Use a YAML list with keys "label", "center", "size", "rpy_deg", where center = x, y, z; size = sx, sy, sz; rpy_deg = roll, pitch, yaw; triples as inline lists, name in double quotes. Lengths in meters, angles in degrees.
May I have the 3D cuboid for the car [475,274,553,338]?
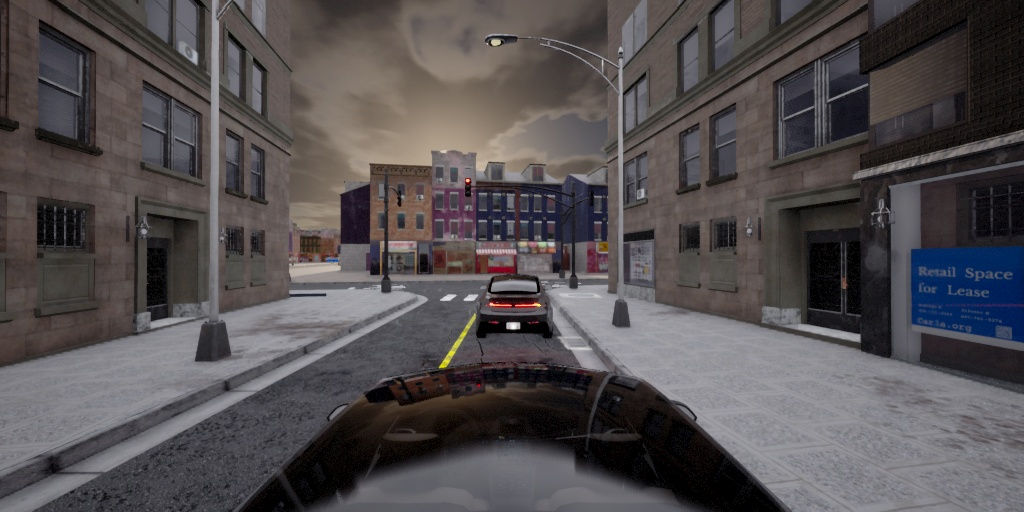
- label: "car"
  center: [0.100, 1.256, 10.148]
  size: [1.837, 1.490, 4.892]
  rpy_deg: [0, 0, 2]
